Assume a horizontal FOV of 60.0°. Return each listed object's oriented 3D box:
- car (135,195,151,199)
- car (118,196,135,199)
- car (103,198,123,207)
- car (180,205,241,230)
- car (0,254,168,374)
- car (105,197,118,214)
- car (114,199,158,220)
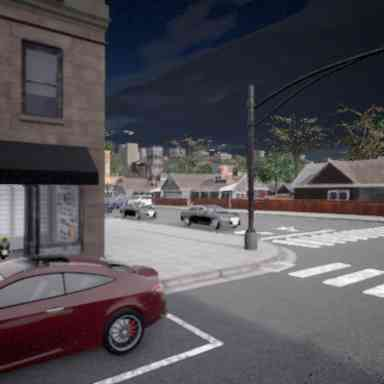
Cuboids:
[{"bbox_3d":[-8.256,1.516,51.927,2.150,2.045,5.566,0,0,-35],"label":"car"},{"bbox_3d":[-11.001,1.648,50.201,2.097,1.767,4.553,0,0,-35],"label":"car"},{"bbox_3d":[-14.326,1.881,60.322,1.812,1.442,4.674,0,0,-36],"label":"car"},{"bbox_3d":[1.146,1.599,21.993,2.128,1.511,4.902,0,0,-37],"label":"car"},{"bbox_3d":[-2.318,1.584,4.534,4.206,1.307,1.802,0,0,-36],"label":"car"},{"bbox_3d":[-11.143,1.464,39.079,2.150,2.045,5.566,0,0,-36],"label":"car"},{"bbox_3d":[-4.913,1.666,30.422,2.128,1.511,4.902,0,0,-36],"label":"car"}]
